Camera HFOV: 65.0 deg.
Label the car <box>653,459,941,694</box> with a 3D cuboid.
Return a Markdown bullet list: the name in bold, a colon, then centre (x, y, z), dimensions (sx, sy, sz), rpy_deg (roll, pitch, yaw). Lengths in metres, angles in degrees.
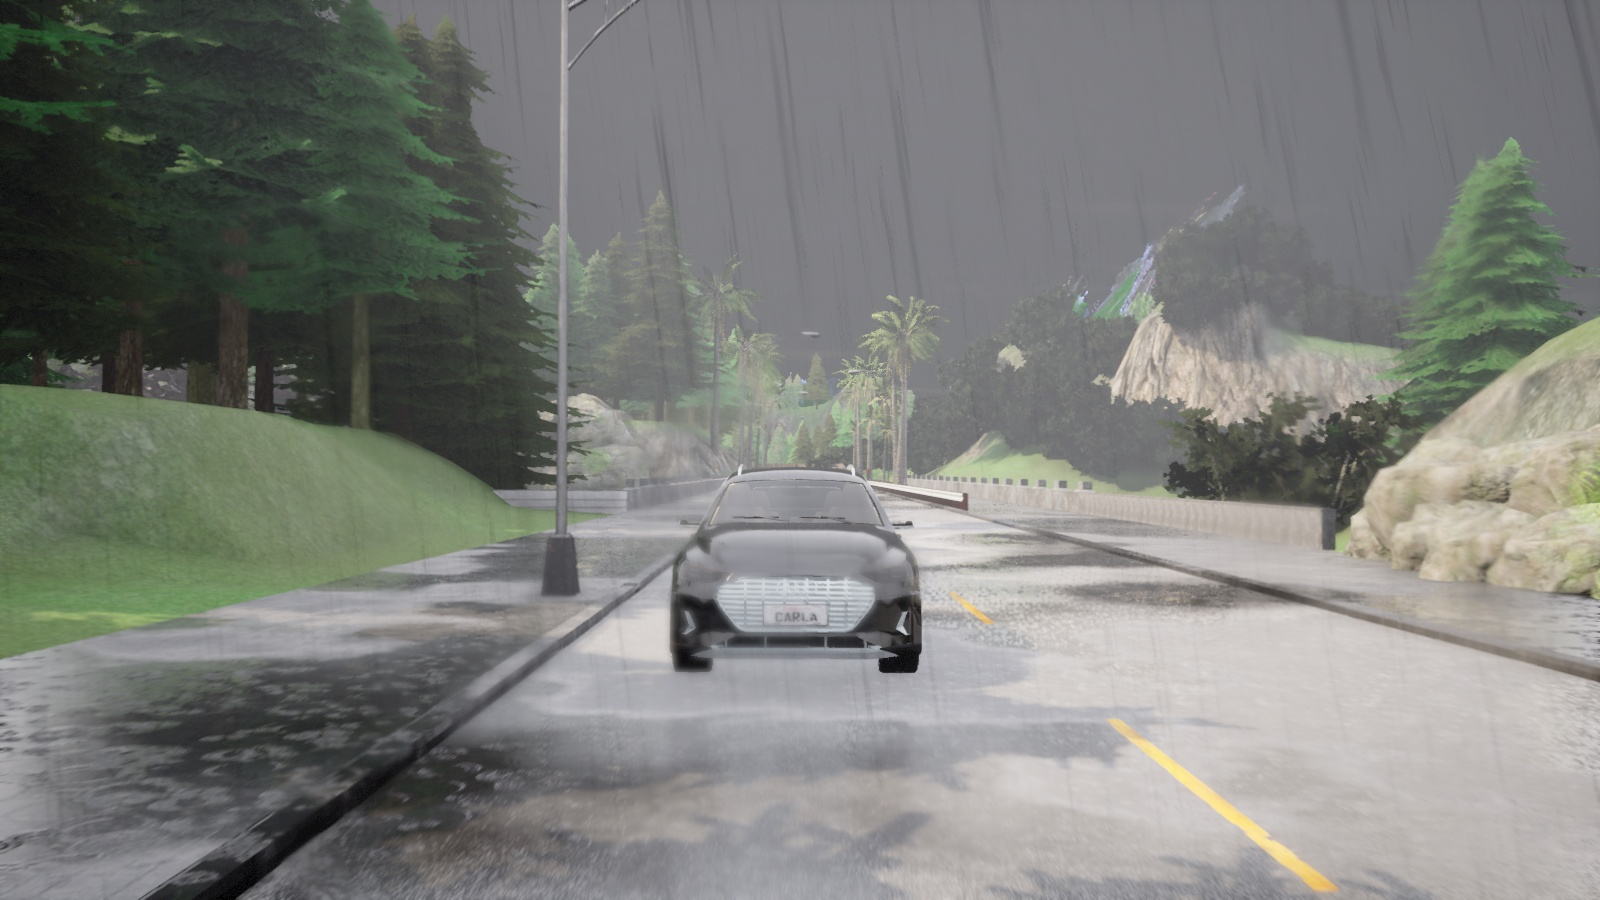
- **car**: centre (-0.027, 0.934, 11.324), dimensions (2.033, 1.649, 4.856), rpy_deg (0, -1, 0)
